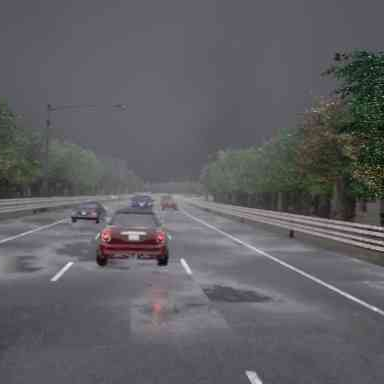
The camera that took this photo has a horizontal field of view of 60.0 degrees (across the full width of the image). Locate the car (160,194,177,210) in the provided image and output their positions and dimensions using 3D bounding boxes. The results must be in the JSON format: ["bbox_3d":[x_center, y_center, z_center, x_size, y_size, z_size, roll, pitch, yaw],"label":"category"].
[{"bbox_3d":[-3.268,1.664,47.894,2.097,1.767,4.553,3,-1,-6],"label":"car"}]

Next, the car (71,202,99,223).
[{"bbox_3d":[-7.275,1.431,23.862,2.033,1.411,5.357,3,-1,-8],"label":"car"}]

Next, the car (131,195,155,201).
[{"bbox_3d":[-5.042,1.312,33.935,2.150,2.045,5.566,3,0,-7],"label":"car"}]

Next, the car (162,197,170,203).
[{"bbox_3d":[-6.818,2.048,86.476,2.033,1.411,5.357,3,0,-4],"label":"car"}]

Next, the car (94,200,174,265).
[{"bbox_3d":[-2.014,1.354,11.817,2.097,1.767,4.553,3,-1,-8],"label":"car"}]
